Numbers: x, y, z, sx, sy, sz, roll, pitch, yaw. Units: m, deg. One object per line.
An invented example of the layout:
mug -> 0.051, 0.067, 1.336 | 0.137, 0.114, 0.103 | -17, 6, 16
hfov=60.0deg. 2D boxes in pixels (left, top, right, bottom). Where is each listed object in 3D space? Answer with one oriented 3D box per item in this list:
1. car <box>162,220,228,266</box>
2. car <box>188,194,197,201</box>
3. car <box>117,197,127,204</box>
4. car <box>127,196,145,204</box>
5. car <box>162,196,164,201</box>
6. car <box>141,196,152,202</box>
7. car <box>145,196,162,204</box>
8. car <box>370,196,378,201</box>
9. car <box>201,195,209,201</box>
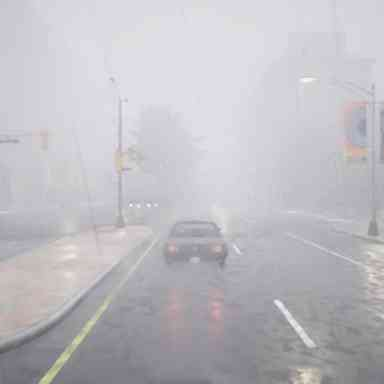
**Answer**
car -> 0.099, 1.629, 11.594 | 1.895, 1.301, 4.718 | 0, 0, 0
car -> 0.205, 1.440, 89.911 | 2.150, 2.045, 5.566 | 0, 0, 0
car -> -14.590, 1.765, 70.301 | 1.895, 1.301, 4.718 | 0, 0, 0
car -> -11.347, 1.761, 67.525 | 1.895, 1.301, 4.718 | 0, 0, 0
car -> -7.811, 1.756, 83.059 | 1.994, 1.385, 4.181 | 0, 0, 0
car -> -11.311, 1.702, 83.015 | 1.837, 1.490, 4.892 | 0, 0, 0
car -> -7.848, 1.763, 67.597 | 1.895, 1.301, 4.718 | 0, 0, 0
car -> 38.108, 1.665, 71.575 | 2.231, 1.521, 4.892 | 0, 0, 0
car -> 3.706, 1.742, 90.289 | 2.128, 1.511, 4.902 | 0, 0, 0
